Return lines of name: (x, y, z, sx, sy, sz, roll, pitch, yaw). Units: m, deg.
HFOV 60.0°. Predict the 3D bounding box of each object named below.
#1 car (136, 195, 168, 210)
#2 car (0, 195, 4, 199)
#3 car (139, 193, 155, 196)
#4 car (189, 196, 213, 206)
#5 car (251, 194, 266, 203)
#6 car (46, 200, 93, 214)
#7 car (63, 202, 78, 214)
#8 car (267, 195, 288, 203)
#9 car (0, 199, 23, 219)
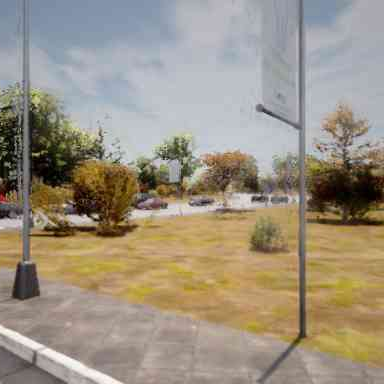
car: (-5.053, 1.536, 43.132, 1.812, 1.442, 4.674, 0, 0, 38)
car: (-19.886, 1.300, 30.259, 2.150, 2.045, 5.566, 0, 0, 39)
car: (-7.183, 1.230, 46.081, 2.150, 2.045, 5.566, 0, 0, 39)
car: (1.462, 1.371, 51.243, 2.128, 1.511, 4.902, 0, 1, 39)
car: (12.361, 1.081, 60.258, 1.882, 1.535, 5.008, 0, 0, 31)
car: (-13.798, 1.673, 37.838, 1.895, 1.301, 4.718, 0, 0, 39)
car: (-11.295, 1.417, 35.363, 2.097, 1.767, 4.553, 0, 0, 39)
car: (15.322, 1.144, 58.306, 2.033, 1.411, 5.357, 0, 1, 32)
car: (-17.049, 1.575, 28.178, 1.837, 1.490, 4.892, 0, 0, 38)
